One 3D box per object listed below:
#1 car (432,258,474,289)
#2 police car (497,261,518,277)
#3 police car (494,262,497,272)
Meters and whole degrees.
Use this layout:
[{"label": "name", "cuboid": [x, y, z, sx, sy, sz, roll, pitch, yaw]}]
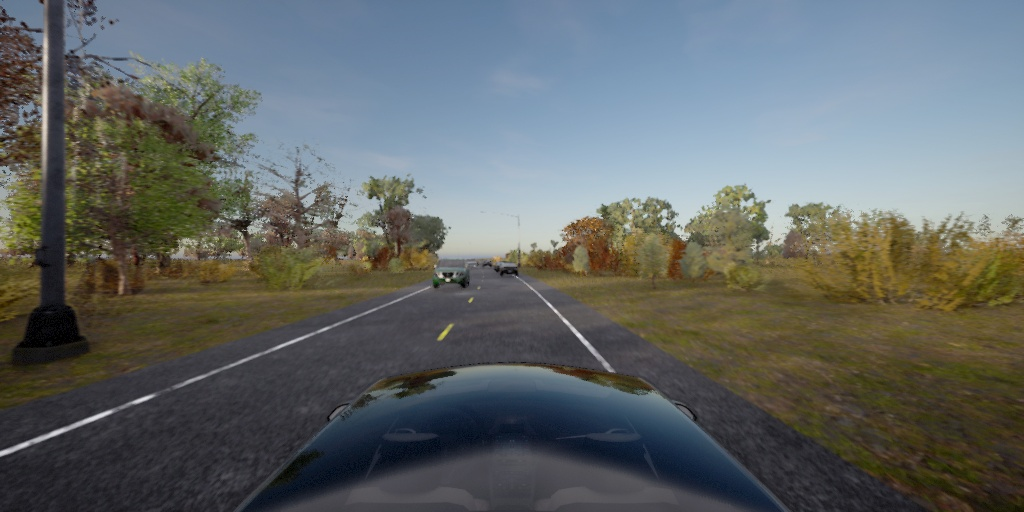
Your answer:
[{"label": "car", "cuboid": [-4.130, 1.138, 25.157, 2.150, 2.045, 5.566, 0, 0, -3]}, {"label": "police car", "cuboid": [-0.390, 1.422, 40.506, 1.930, 1.638, 5.238, 0, 0, -4]}, {"label": "police car", "cuboid": [-1.255, 1.483, 50.524, 1.930, 1.638, 5.238, 0, 0, -5]}]
